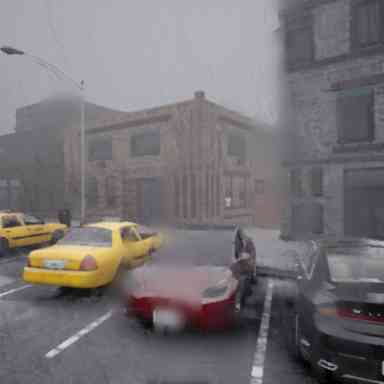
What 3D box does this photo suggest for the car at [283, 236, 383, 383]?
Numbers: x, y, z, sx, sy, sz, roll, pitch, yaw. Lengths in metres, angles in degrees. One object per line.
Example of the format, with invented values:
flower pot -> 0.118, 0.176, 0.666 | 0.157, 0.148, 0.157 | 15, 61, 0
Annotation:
car -> 2.656, 1.482, 5.546 | 2.231, 1.521, 4.892 | 0, -1, 16

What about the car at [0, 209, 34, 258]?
car -> -6.830, 1.431, 12.553 | 1.946, 1.575, 5.366 | 0, -1, 15

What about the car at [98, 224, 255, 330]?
car -> 0.261, 1.497, 7.228 | 2.163, 1.488, 4.792 | 1, 0, 16

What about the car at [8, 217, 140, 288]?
car -> -2.063, 1.454, 9.144 | 1.946, 1.575, 5.366 | 0, -1, 16
